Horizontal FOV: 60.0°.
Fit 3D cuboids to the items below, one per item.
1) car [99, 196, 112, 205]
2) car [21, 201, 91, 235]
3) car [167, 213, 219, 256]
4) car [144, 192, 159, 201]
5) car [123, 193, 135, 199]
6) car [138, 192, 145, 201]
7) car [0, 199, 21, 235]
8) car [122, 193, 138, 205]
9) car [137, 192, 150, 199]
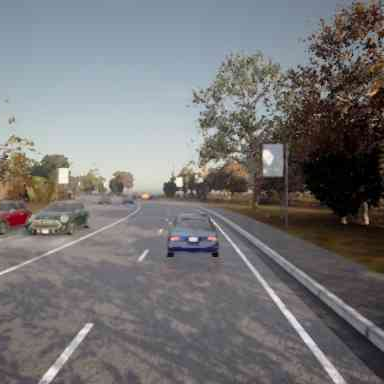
[{"bbox_3d":[-13.735,1.308,52.992,2.033,1.411,5.357,0,0,-11],"label":"car"},{"bbox_3d":[-7.158,1.308,18.340,2.097,1.767,4.553,0,0,-2],"label":"car"},{"bbox_3d":[0.022,1.549,13.067,2.033,1.411,5.357,0,0,0],"label":"car"},{"bbox_3d":[-8.646,1.195,74.385,1.837,1.490,4.892,0,0,-20],"label":"car"},{"bbox_3d":[-15.967,1.019,83.769,1.882,1.535,5.008,0,0,-24],"label":"car"},{"bbox_3d":[-12.292,1.167,74.221,1.837,1.490,4.892,0,0,-20],"label":"car"},{"bbox_3d":[-10.656,1.291,18.367,2.097,1.767,4.553,0,0,-1],"label":"car"},{"bbox_3d":[-10.303,1.326,53.677,2.033,1.411,5.357,0,0,-11],"label":"car"},{"bbox_3d":[-12.275,0.870,84.033,2.097,1.767,4.553,0,0,-24],"label":"car"}]
